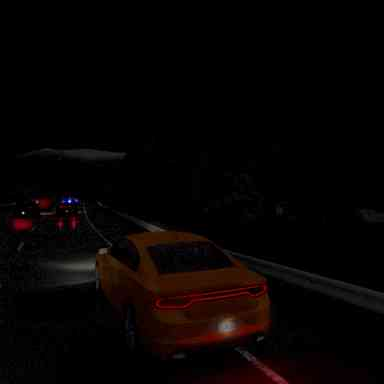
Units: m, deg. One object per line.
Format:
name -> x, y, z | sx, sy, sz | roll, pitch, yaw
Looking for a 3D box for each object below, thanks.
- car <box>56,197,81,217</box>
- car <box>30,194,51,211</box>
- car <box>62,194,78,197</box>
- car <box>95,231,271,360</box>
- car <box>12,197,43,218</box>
car -> -11.781, 1.492, 31.566 | 2.128, 1.511, 4.902 | 0, 0, -19
car -> -18.337, 1.221, 40.099 | 2.150, 2.045, 5.566 | 0, 0, -19
car -> -15.166, 1.221, 41.480 | 2.150, 2.045, 5.566 | 0, 0, -18
car -> -0.602, 1.478, 6.287 | 1.882, 1.535, 5.008 | 0, 0, -24
car -> -14.962, 1.505, 30.189 | 1.837, 1.490, 4.892 | 0, 0, -19
